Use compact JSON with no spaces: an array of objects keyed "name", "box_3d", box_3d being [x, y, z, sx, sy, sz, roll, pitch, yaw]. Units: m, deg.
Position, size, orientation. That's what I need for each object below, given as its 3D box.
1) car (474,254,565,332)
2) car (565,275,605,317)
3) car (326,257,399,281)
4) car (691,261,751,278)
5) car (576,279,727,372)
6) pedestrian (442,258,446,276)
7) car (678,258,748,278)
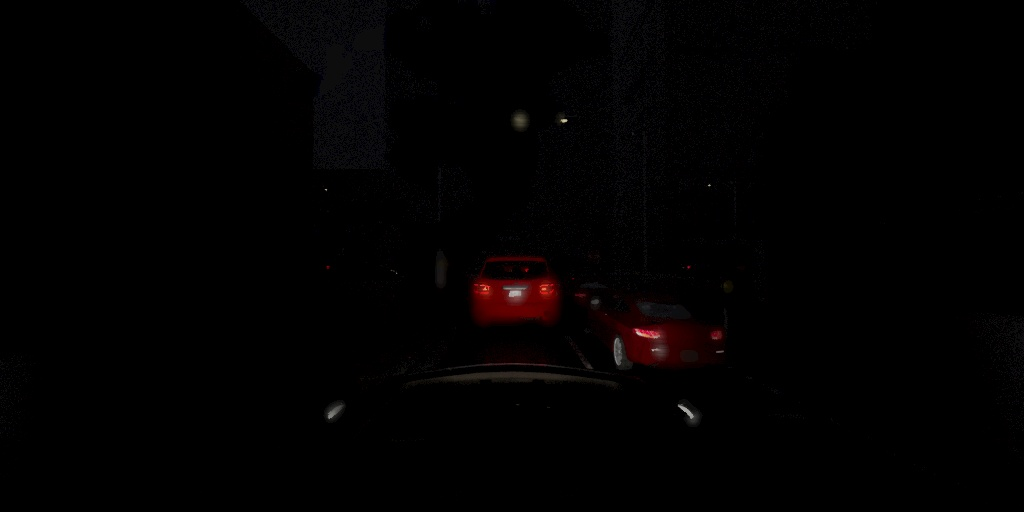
[{"name":"car","box_3d":[0.116,0.977,11.077,2.150,2.045,5.566,0,0,1]},{"name":"car","box_3d":[2.658,1.338,12.838,1.802,1.307,4.207,0,0,0]},{"name":"car","box_3d":[-12.088,1.081,29.111,5.566,2.045,2.150,-1,-1,0]},{"name":"car","box_3d":[18.481,1.188,31.872,4.181,1.385,1.994,0,-1,0]},{"name":"car","box_3d":[2.647,1.335,7.399,1.802,1.307,4.207,0,0,0]},{"name":"pedestrian","box_3d":[-6.762,1.056,34.938,0.375,1.860,0.375,0,-1,0]},{"name":"car","box_3d":[15.971,0.938,28.939,4.553,1.767,2.097,0,-1,0]}]
